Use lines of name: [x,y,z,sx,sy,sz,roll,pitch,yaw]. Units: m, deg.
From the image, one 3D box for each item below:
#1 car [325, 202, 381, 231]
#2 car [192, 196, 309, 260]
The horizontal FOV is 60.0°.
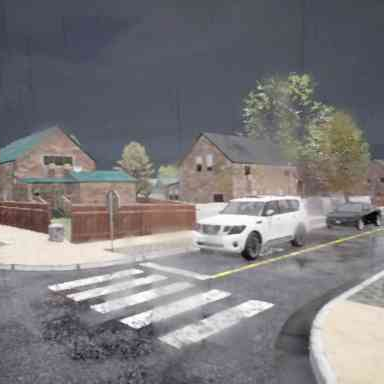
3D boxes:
car: [9.826,1.369,20.147,5.008,1.535,1.882,0,-1,-45]
car: [2.444,1.189,12.705,2.150,2.045,5.566,-1,0,44]
